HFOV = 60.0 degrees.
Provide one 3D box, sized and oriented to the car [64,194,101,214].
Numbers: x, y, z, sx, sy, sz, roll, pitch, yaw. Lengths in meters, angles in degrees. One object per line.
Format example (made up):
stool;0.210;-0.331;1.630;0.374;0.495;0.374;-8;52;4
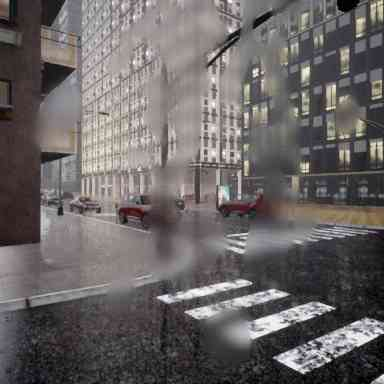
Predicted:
car;-9.128;1.067;28.257;1.802;1.307;4.206;2;0;-36

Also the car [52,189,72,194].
car;-20.965;0.472;54.368;1.837;1.490;4.892;0;2;-36

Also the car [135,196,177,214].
car;-3.319;1.099;30.101;1.994;1.385;4.181;0;1;-36

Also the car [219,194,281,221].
car;4.142;1.027;24.259;2.192;1.841;5.009;1;0;-36

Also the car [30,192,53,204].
car;-18.909;0.752;41.715;1.802;1.307;4.206;2;0;-36

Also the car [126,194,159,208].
car;-5.648;0.965;37.721;1.947;1.339;4.313;1;0;-36

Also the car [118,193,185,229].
car;-2.600;1.008;19.283;2.192;1.841;5.009;2;0;-36

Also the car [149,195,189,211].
car;-2.386;1.070;33.234;1.947;1.339;4.313;1;0;-36

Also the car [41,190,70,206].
car;-15.648;0.827;37.229;2.008;1.369;4.403;2;0;-36

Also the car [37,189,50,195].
car;-34.996;-0.011;78.108;1.887;1.381;4.507;1;0;-36

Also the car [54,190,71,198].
car;-25.213;0.309;64.646;1.887;1.381;4.507;1;0;-36
